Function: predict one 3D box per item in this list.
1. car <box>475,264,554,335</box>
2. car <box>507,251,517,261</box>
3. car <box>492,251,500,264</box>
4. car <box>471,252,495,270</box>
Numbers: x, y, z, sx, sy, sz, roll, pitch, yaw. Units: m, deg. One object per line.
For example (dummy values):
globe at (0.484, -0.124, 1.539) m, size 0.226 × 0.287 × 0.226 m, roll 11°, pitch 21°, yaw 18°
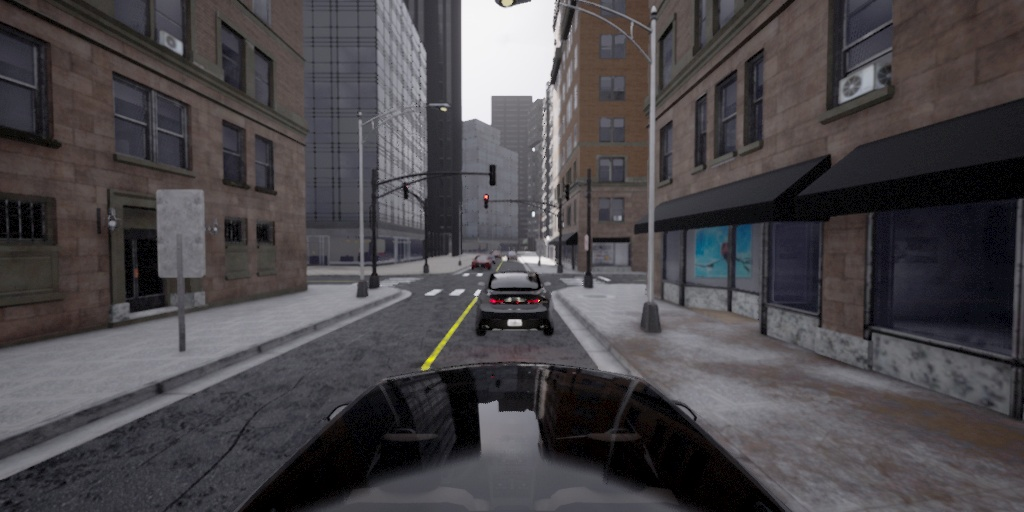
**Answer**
car at (0.070, 1.130, 10.003) m, size 1.837 × 1.490 × 4.892 m, roll 0°, pitch 1°, yaw 0°
car at (0.032, 0.077, 62.559) m, size 2.033 × 1.411 × 5.357 m, roll 0°, pitch 2°, yaw 0°
car at (-3.133, 0.426, 49.237) m, size 2.033 × 1.411 × 5.357 m, roll 0°, pitch 1°, yaw 0°
car at (-3.132, 0.621, 37.742) m, size 1.882 × 1.535 × 5.008 m, roll 0°, pitch 1°, yaw 0°
